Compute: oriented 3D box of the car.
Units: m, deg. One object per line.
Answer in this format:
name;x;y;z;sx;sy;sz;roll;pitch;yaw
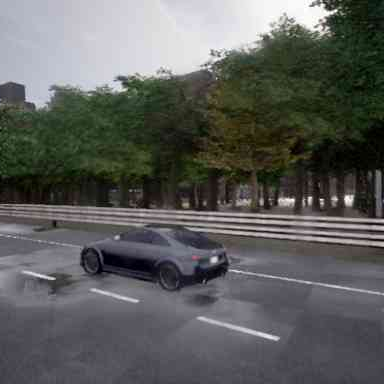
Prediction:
car;-1.116;1.568;8.978;4.181;1.385;1.994;0;0;35
